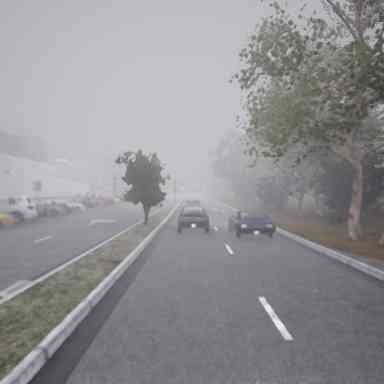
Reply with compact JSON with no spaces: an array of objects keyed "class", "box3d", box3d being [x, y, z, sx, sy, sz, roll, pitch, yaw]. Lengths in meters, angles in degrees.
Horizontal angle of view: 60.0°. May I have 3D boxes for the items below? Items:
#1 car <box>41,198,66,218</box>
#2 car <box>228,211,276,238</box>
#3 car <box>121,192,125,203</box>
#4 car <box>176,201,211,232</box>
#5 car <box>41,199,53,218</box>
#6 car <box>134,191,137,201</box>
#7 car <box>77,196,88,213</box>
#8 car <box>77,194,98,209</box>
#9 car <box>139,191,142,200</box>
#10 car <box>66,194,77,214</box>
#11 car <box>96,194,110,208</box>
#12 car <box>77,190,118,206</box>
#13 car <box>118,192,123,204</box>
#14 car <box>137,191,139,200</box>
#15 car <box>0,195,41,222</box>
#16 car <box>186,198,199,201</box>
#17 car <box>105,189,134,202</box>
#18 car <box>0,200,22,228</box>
[{"class":"car","box3d":[-13.848,1.549,29.258,4.674,1.452,2.002,-1,0,-20]},{"class":"car","box3d":[3.088,1.652,18.117,1.895,1.301,4.718,0,0,0]},{"class":"car","box3d":[-14.021,1.269,53.195,5.366,1.575,1.946,-1,1,-20]},{"class":"car","box3d":[0.084,1.556,20.417,1.837,1.490,4.892,0,0,0]},{"class":"car","box3d":[-13.871,1.554,26.233,4.792,1.488,2.163,-1,1,-20]},{"class":"car","box3d":[-13.819,1.058,65.271,4.553,1.767,2.185,-1,1,-20]},{"class":"car","box3d":[-13.848,1.494,35.257,4.674,1.452,2.002,-1,0,-20]},{"class":"car","box3d":[-13.839,1.423,38.257,5.008,1.535,2.097,-1,1,-20]},{"class":"car","box3d":[-13.856,1.158,71.268,4.892,1.521,2.231,-1,0,-20]},{"class":"car","box3d":[-13.878,1.356,32.245,4.553,1.767,2.185,-1,0,-20]},{"class":"car","box3d":[-13.820,1.385,44.274,4.792,1.488,2.163,-1,0,-20]},{"class":"car","box3d":[-13.826,1.074,47.274,5.566,2.045,2.435,-1,0,-20]},{"class":"car","box3d":[-13.673,1.289,50.329,5.366,1.575,1.946,-1,0,-20]},{"class":"car","box3d":[-13.882,1.045,68.257,4.553,1.767,2.185,-1,0,-20]},{"class":"car","box3d":[-13.874,1.289,23.233,5.566,2.045,2.435,-1,0,-20]},{"class":"car","box3d":[0.073,1.410,38.777,2.128,1.511,4.902,0,1,0]},{"class":"car","box3d":[-13.875,0.970,59.244,5.566,2.045,2.435,-1,1,-20]},{"class":"car","box3d":[-13.673,1.544,20.306,5.366,1.575,1.946,-1,0,-20]}]
